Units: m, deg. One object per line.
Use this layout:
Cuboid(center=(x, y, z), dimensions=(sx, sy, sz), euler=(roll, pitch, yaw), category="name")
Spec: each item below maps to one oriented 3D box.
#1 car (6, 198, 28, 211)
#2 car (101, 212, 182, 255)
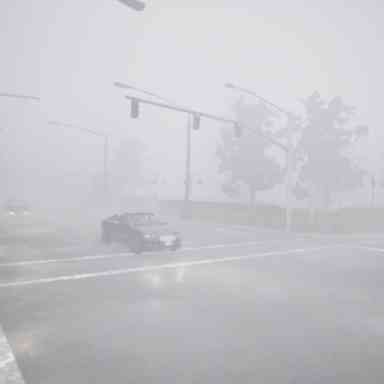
Cuboid(center=(-20.776, 1.444, 39.433), dimensions=(1.812, 1.442, 4.674), euler=(2, -1, -36), category="car")
Cuboid(center=(-2.304, 1.630, 14.292), dimensions=(2.128, 1.511, 4.902), euler=(2, -1, -36), category="car")
